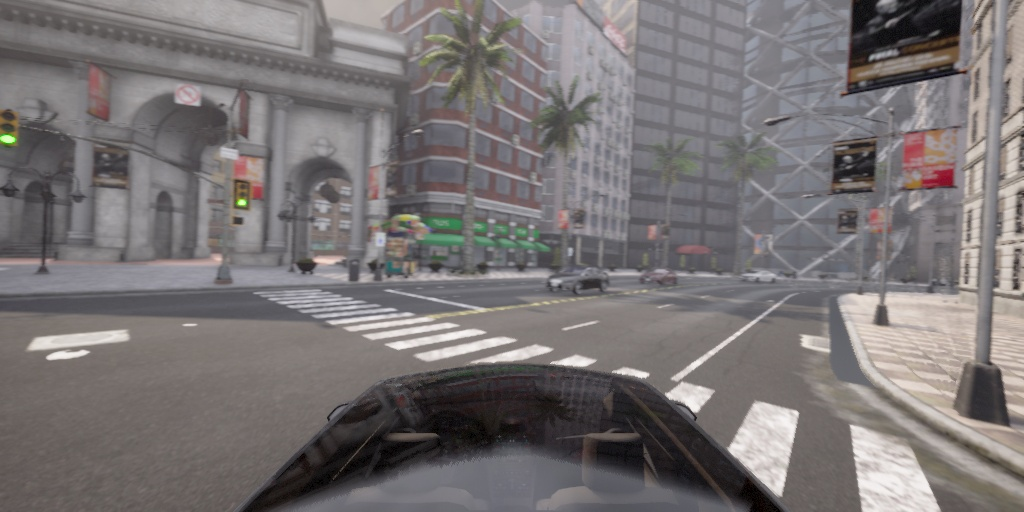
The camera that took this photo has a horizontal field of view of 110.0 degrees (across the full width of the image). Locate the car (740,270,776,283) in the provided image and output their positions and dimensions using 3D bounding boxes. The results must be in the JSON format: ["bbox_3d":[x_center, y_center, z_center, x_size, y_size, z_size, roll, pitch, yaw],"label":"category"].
[{"bbox_3d":[29.153,2.400,42.409,4.674,1.442,1.812,3,0,-23],"label":"car"}]

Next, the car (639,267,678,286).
[{"bbox_3d":[12.448,1.690,30.216,1.812,1.442,4.674,3,0,44],"label":"car"}]

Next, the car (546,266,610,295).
[{"bbox_3d":[3.890,1.315,20.720,2.128,1.511,4.902,3,0,42],"label":"car"}]
